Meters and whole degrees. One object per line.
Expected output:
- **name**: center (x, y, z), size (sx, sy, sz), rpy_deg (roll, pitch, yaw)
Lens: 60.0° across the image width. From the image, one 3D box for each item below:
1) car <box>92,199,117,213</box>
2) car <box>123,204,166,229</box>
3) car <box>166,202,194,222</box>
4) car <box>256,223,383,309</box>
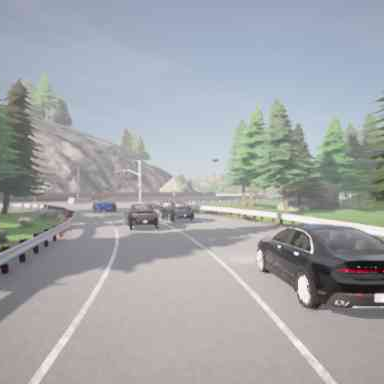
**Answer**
- **car**: center (-10.075, 1.586, 38.099), size (1.882, 1.535, 5.008), rpy_deg (0, 0, -28)
- **car**: center (-3.430, 1.542, 22.019), size (2.128, 1.511, 4.902), rpy_deg (0, 0, -16)
- **car**: center (-1.293, 1.538, 26.739), size (2.128, 1.511, 4.902), rpy_deg (0, 0, -19)
- **car**: center (2.933, 1.502, 7.896), size (1.837, 1.490, 4.892), rpy_deg (0, 0, -5)
